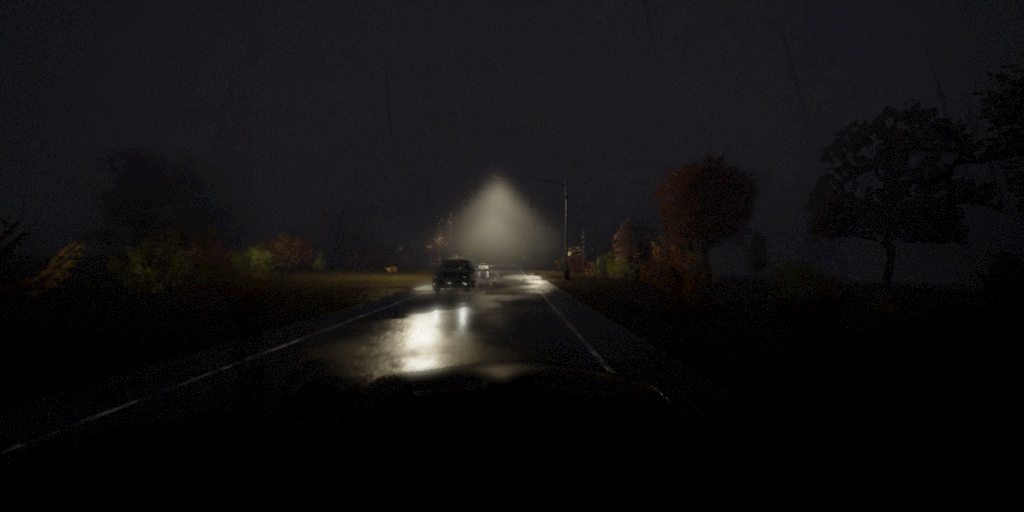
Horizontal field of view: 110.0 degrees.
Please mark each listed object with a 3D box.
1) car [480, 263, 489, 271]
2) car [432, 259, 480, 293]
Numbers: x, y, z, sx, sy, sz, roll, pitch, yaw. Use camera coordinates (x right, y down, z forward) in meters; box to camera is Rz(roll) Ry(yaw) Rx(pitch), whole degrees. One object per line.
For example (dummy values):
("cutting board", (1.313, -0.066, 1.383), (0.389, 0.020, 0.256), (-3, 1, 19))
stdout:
("car", (-5.070, 1.981, 63.661), (1.812, 1.442, 4.674), (0, -1, -7))
("car", (-3.603, 1.206, 23.351), (2.150, 2.045, 5.566), (0, 0, 0))
